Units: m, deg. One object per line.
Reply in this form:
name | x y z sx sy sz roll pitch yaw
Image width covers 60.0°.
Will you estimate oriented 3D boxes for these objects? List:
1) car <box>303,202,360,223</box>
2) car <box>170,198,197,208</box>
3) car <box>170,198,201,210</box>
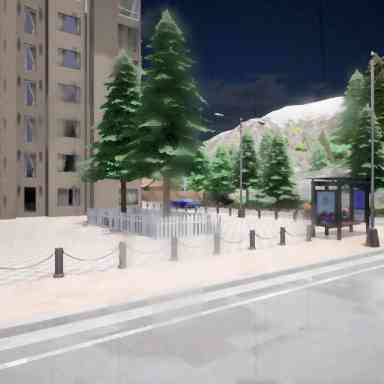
car | 11.085 1.367 25.917 2.097 1.767 4.553 0 0 -35
car | -1.337 1.616 49.961 1.895 1.301 4.718 0 0 -35
car | -0.808 1.493 43.004 1.882 1.535 5.008 0 0 -34
